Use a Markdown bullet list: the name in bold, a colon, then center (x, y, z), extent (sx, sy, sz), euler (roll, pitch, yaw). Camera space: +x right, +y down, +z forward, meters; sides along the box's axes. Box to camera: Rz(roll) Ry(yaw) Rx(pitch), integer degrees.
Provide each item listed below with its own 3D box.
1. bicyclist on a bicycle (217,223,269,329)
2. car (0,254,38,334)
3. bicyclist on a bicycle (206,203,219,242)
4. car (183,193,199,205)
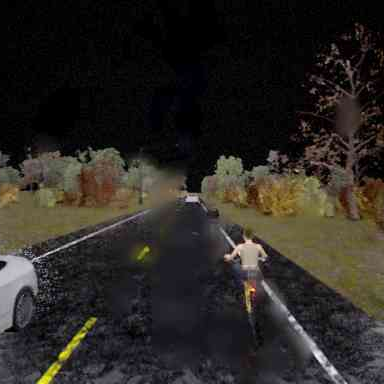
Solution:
- **bicyclist on a bicycle**: center (0.992, 1.436, 5.966), extent (0.866, 1.612, 1.509), euler (0, 0, 0)
- **car**: center (-3.597, 1.525, 4.089), extent (1.812, 1.442, 4.674), euler (0, 0, 0)
- **bicyclist on a bicycle**: center (0.965, 1.371, 15.434), extent (0.659, 1.776, 1.843), euler (0, 0, 0)
- **car**: center (0.080, 1.261, 62.058), extent (2.150, 2.045, 5.566), euler (0, 0, 2)
